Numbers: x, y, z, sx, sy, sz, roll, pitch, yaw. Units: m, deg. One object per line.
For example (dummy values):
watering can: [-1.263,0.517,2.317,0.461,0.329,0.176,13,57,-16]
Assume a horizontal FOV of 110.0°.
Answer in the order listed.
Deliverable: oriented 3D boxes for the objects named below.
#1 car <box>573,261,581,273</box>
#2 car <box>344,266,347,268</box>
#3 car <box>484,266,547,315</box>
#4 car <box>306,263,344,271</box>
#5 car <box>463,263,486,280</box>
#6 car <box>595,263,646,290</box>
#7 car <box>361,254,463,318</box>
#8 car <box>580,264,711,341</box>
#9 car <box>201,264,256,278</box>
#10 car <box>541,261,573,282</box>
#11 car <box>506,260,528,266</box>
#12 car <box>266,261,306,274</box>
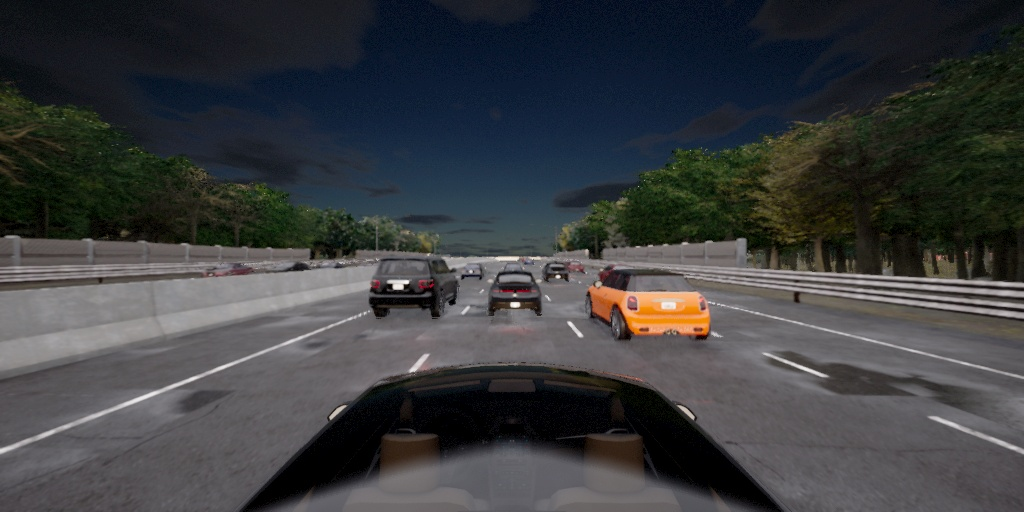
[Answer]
car: [7.095,1.293,41.248,1.812,1.442,4.674,0,0,0]
car: [-14.091,1.385,34.852,1.895,1.301,4.718,0,0,0]
car: [0.102,1.302,13.817,1.837,1.490,4.892,0,0,0]
car: [-17.589,1.348,34.901,1.994,1.385,4.181,0,0,0]
car: [-3.395,1.336,31.944,2.033,1.411,5.357,0,0,0]
car: [7.093,1.276,23.998,1.882,1.535,5.008,0,0,0]
car: [-3.398,1.017,13.385,2.150,2.045,5.566,0,0,0]
car: [3.502,1.141,10.136,2.097,1.767,4.553,0,0,0]
car: [-24.589,1.353,31.249,1.994,1.385,4.181,0,0,0]
car: [3.505,1.299,29.667,1.837,1.490,4.892,0,0,0]
car: [0.105,1.335,32.359,2.033,1.411,5.357,0,0,0]
car: [-21.088,1.263,34.129,1.882,1.535,5.008,0,0,0]
